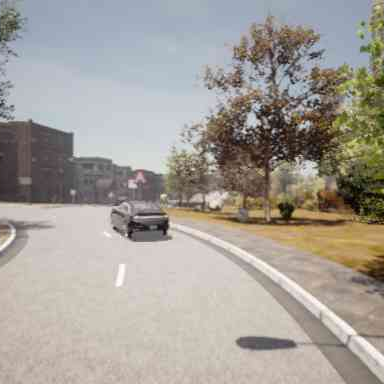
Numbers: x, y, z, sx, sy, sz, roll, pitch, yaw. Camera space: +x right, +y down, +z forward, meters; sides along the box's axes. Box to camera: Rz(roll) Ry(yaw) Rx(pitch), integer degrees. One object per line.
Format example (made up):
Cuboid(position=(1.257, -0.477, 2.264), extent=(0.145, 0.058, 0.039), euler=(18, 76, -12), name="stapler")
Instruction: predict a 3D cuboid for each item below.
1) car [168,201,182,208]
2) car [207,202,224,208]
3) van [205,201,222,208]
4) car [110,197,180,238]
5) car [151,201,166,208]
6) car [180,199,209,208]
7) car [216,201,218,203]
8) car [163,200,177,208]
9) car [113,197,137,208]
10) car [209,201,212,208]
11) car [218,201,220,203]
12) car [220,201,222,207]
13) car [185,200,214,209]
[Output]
Cuboid(position=(-3.486, 2.624, 67.465), extent=(1.994, 1.385, 4.181), euler=(1, -3, 9), name="car")
Cuboid(position=(6.651, 3.651, 94.469), extent=(4.553, 1.767, 2.185), euler=(1, -2, 9), name="car")
Cuboid(position=(6.056, 3.457, 91.783), extent=(4.442, 1.987, 1.878), euler=(1, -2, 9), name="van")
Cuboid(position=(-2.622, 1.182, 15.822), extent=(2.128, 1.511, 4.902), euler=(0, 1, -25), name="car")
Cuboid(position=(-6.765, 2.565, 67.556), extent=(1.994, 1.385, 4.181), euler=(1, -3, 9), name="car")
Cuboid(position=(-0.157, 1.940, 53.747), extent=(4.892, 1.521, 2.231), euler=(1, -3, 9), name="car")
Cuboid(position=(2.526, 2.647, 70.035), extent=(4.553, 1.767, 2.185), euler=(1, -2, 9), name="car")
Cuboid(position=(-5.114, 2.722, 77.468), extent=(2.097, 1.767, 4.553), euler=(1, -2, 9), name="car")
Cuboid(position=(-9.729, 1.519, 48.677), extent=(1.837, 1.490, 4.892), euler=(1, -3, 9), name="car")
Cuboid(position=(0.295, 2.085, 56.461), extent=(5.008, 1.535, 2.097), euler=(1, -3, 9), name="car")
Cuboid(position=(3.460, 3.060, 75.457), extent=(4.674, 1.452, 2.002), euler=(1, -2, 9), name="car")
Cuboid(position=(3.880, 3.171, 78.181), extent=(4.792, 1.488, 2.163), euler=(1, -2, 9), name="car")
Cuboid(position=(1.470, 2.501, 64.632), extent=(5.366, 1.575, 1.946), euler=(1, -3, 9), name="car")
